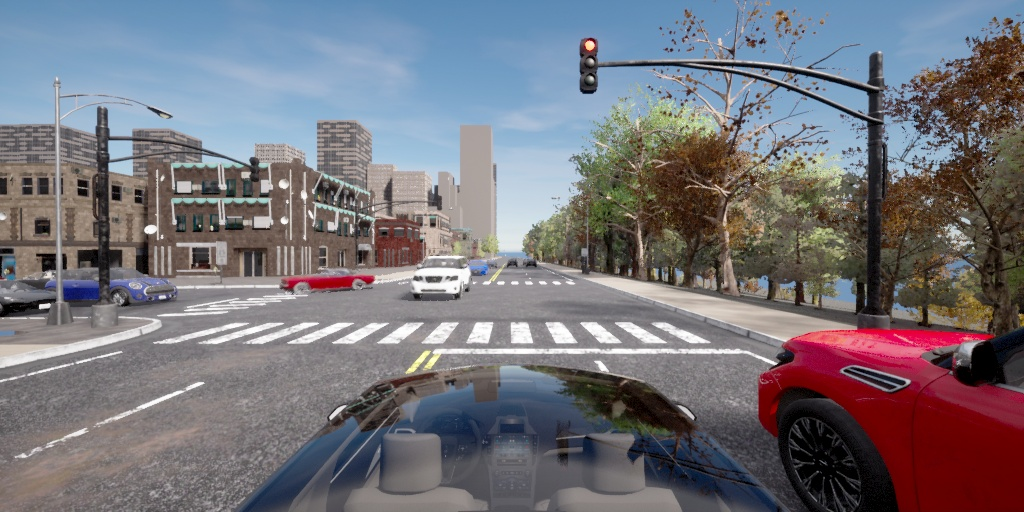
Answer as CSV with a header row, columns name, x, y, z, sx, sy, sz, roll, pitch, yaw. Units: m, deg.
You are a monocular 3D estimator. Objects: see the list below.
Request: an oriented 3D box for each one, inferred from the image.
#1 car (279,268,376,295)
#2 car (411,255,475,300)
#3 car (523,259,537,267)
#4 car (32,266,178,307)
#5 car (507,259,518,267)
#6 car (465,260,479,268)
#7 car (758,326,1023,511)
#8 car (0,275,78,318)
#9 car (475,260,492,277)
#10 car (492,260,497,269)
name,x,y,z,sx,sy,sz,roll,pitch,yaw
car,-10.459,1.384,20.468,4.718,1.301,1.895,-1,0,-42
car,-3.364,0.967,18.067,2.150,2.045,5.566,0,0,0
car,3.309,1.230,62.981,1.837,1.490,4.892,0,0,0
car,-18.101,1.303,16.314,4.553,1.767,2.097,-1,1,1
car,0.059,1.231,64.044,1.837,1.490,4.892,0,0,0
car,-6.612,1.329,59.720,1.895,1.301,4.718,0,0,0
car,3.347,0.972,0.922,2.150,2.045,5.566,0,0,0
car,-19.959,1.565,13.661,4.313,1.339,1.948,0,0,0
car,-3.374,1.217,35.762,1.882,1.535,5.008,0,0,0
car,-3.371,1.277,57.684,2.033,1.411,5.357,0,0,0
